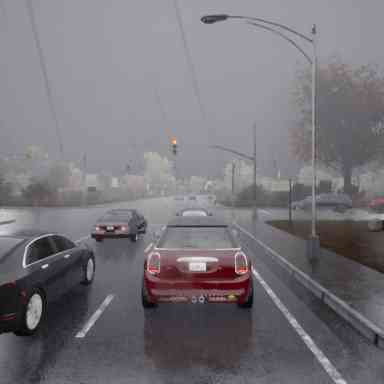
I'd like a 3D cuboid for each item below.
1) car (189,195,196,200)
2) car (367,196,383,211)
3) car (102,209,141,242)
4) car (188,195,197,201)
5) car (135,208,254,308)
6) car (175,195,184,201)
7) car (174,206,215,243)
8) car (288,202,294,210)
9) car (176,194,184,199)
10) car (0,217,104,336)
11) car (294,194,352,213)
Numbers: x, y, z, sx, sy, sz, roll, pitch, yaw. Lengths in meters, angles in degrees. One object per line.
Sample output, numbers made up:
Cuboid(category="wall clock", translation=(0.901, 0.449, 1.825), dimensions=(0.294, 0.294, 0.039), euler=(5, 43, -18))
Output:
Cuboid(category="car", translation=(0.137, 1.520, 95.344), dimensions=(1.812, 1.442, 4.674), euler=(0, 0, 1))
Cuboid(category="car", translation=(23.859, 1.209, 39.391), dimensions=(5.566, 2.045, 2.150), euler=(0, 0, 3))
Cuboid(category="car", translation=(-3.386, 1.547, 16.317), dimensions=(2.033, 1.411, 5.357), euler=(0, 0, 0))
Cuboid(category="car", translation=(0.085, 1.496, 84.990), dimensions=(1.837, 1.490, 4.892), euler=(0, 0, 0))
Cuboid(category="car", translation=(0.107, 1.352, 8.072), dimensions=(2.097, 1.767, 4.553), euler=(0, 0, 0))
Cuboid(category="car", translation=(-3.413, 1.541, 85.313), dimensions=(1.994, 1.385, 4.181), euler=(0, 0, 0))
Cuboid(category="car", translation=(0.116, 1.525, 17.111), dimensions=(1.812, 1.442, 4.674), euler=(0, 0, 0))
Cuboid(category="car", translation=(14.025, 1.503, 39.933), dimensions=(4.892, 1.490, 1.837), euler=(0, 0, 3))
Cuboid(category="car", translation=(-3.364, 1.398, 95.340), dimensions=(1.994, 1.385, 4.181), euler=(0, 0, 1))
Cuboid(category="car", translation=(-3.392, 1.504, 6.659), dimensions=(1.837, 1.490, 4.892), euler=(0, 0, 0))
Cuboid(category="car", translation=(14.501, 1.219, 36.398), dimensions=(5.566, 2.045, 2.150), euler=(0, 0, 3))
